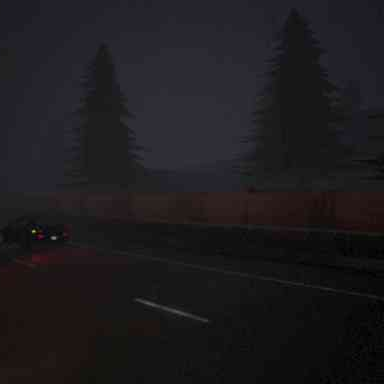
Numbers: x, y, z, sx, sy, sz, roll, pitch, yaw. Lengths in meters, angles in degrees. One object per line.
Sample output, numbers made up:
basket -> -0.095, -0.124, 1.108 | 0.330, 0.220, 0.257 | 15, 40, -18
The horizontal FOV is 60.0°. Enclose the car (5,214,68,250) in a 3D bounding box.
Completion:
car -> -7.577, 1.807, 15.969 | 1.812, 1.442, 4.674 | 0, -1, -45

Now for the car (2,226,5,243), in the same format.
car -> -9.059, 1.732, 12.503 | 4.902, 1.511, 2.128 | -1, -1, 45
